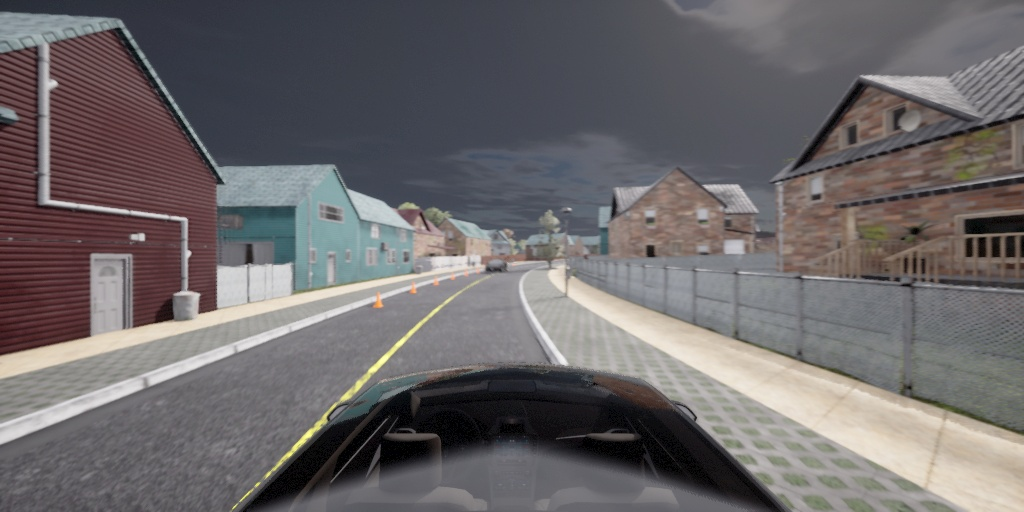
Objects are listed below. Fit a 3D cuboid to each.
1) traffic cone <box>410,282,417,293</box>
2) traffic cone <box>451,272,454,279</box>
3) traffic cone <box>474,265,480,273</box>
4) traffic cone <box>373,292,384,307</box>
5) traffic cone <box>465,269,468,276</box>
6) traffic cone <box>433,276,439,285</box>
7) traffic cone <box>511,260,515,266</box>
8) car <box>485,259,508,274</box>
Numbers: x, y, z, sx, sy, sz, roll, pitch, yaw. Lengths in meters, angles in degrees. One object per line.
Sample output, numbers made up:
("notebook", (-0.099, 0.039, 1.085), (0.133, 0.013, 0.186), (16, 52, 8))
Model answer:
("traffic cone", (-5.298, 1.678, 19.243), (0.340, 0.580, 0.340), (0, 0, 1))
("traffic cone", (-4.855, 1.611, 29.390), (0.340, 0.580, 0.340), (0, 0, 4))
("traffic cone", (-3.763, 1.535, 39.488), (0.340, 0.580, 0.340), (0, 0, 8))
("traffic cone", (-5.274, 1.699, 14.164), (0.340, 0.580, 0.340), (0, 0, -1))
("traffic cone", (-4.390, 1.574, 34.448), (0.340, 0.580, 0.340), (0, 0, 6))
("traffic cone", (-5.158, 1.648, 24.320), (0.340, 0.580, 0.340), (0, 0, 2))
("traffic cone", (0.350, 1.340, 59.371), (0.340, 0.580, 0.340), (0, 0, 15))
("car", (-1.632, 1.055, 38.567), (1.882, 1.535, 5.008), (0, 0, 8))
